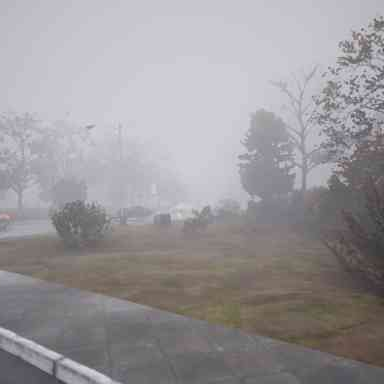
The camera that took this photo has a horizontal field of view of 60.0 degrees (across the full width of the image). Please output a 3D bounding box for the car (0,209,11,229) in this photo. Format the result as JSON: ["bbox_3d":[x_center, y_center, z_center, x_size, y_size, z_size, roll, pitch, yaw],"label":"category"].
[{"bbox_3d":[-16.886,2.161,26.052,2.097,1.767,4.553,-3,-2,33],"label":"car"}]

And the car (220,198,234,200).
[{"bbox_3d":[6.336,2.060,55.820,2.150,2.045,5.566,-3,-2,32],"label":"car"}]

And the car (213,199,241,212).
[{"bbox_3d":[4.934,2.166,46.985,2.033,1.411,5.357,-3,-2,33],"label":"car"}]

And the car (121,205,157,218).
[{"bbox_3d":[-6.604,2.391,42.069,1.812,1.442,4.674,-3,-2,32],"label":"car"}]

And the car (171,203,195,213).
[{"bbox_3d":[-1.310,2.453,50.485,1.812,1.442,4.674,-3,-2,33],"label":"car"}]

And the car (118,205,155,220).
[{"bbox_3d":[-5.978,2.187,36.156,1.837,1.490,4.892,-3,-2,32],"label":"car"}]
